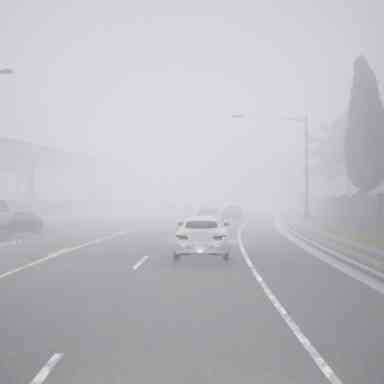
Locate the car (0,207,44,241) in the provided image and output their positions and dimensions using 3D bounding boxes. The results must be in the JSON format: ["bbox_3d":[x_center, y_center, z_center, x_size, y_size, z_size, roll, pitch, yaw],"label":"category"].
[{"bbox_3d":[-9.775,1.698,17.788,1.812,1.442,4.674,0,-1,7],"label":"car"}]

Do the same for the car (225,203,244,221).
[{"bbox_3d":[4.223,2.167,34.152,2.033,1.411,5.357,0,-2,13],"label":"car"}]

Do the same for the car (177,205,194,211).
[{"bbox_3d":[-0.719,2.908,59.334,1.895,1.301,4.718,0,-2,14],"label":"car"}]

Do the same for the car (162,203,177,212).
[{"bbox_3d":[-3.948,2.836,60.877,2.128,1.511,4.902,0,-2,14],"label":"car"}]

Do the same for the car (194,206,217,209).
[{"bbox_3d":[1.990,2.337,39.876,1.994,1.385,4.181,0,-2,13],"label":"car"}]

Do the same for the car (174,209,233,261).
[{"bbox_3d":[0.415,1.577,12.416,1.812,1.442,4.674,0,-1,4],"label":"car"}]

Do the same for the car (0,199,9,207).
[{"bbox_3d":[-13.119,1.436,19.553,2.150,2.045,5.566,0,-1,8],"label":"car"}]

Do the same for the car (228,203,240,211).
[{"bbox_3d":[8.491,3.015,67.168,1.882,1.535,5.008,0,-2,13],"label":"car"}]
